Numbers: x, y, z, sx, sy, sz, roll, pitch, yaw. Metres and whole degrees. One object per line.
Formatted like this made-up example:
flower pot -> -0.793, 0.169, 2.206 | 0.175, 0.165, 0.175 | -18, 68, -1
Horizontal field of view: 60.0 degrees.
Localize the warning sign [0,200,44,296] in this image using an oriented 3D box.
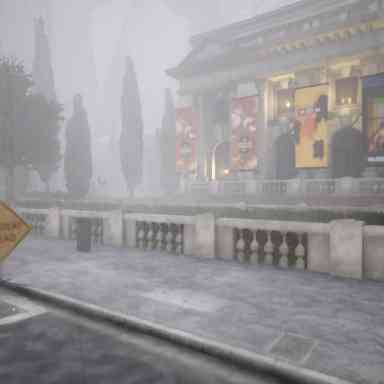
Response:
warning sign -> -4.055, 1.114, 7.075 | 1.060, 1.860, 1.300 | 0, 0, 35
